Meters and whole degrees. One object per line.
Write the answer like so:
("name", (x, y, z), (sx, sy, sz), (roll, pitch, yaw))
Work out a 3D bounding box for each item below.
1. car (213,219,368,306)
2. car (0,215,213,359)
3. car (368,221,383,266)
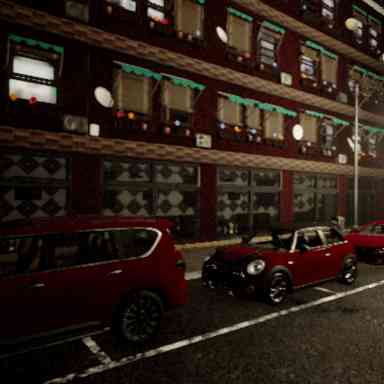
("car", (2.206, 1.509, 8.134), (4.097, 1.590, 1.967), (1, 0, -36))
("car", (-2.379, 1.323, 4.860), (5.009, 1.841, 2.192), (1, 0, -36))
("car", (6.793, 1.675, 11.409), (4.507, 1.381, 1.887), (1, 0, -36))
